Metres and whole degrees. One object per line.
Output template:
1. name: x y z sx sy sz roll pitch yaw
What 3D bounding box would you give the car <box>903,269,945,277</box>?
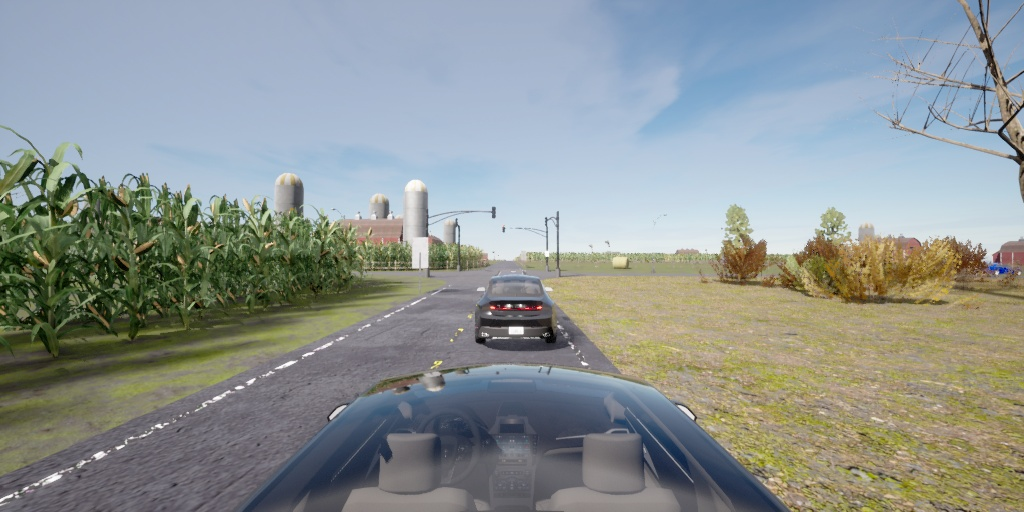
1. car: 48.561 1.768 42.517 4.181 1.385 1.994 1 -1 -5

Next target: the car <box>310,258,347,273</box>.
1. car: -19.826 0.930 37.643 4.553 1.767 2.097 0 -1 -3

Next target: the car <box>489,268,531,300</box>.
1. car: 0.034 1.360 18.807 1.895 1.301 4.718 0 0 4

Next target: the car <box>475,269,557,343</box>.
1. car: 0.080 1.259 9.656 1.837 1.490 4.892 0 0 0
